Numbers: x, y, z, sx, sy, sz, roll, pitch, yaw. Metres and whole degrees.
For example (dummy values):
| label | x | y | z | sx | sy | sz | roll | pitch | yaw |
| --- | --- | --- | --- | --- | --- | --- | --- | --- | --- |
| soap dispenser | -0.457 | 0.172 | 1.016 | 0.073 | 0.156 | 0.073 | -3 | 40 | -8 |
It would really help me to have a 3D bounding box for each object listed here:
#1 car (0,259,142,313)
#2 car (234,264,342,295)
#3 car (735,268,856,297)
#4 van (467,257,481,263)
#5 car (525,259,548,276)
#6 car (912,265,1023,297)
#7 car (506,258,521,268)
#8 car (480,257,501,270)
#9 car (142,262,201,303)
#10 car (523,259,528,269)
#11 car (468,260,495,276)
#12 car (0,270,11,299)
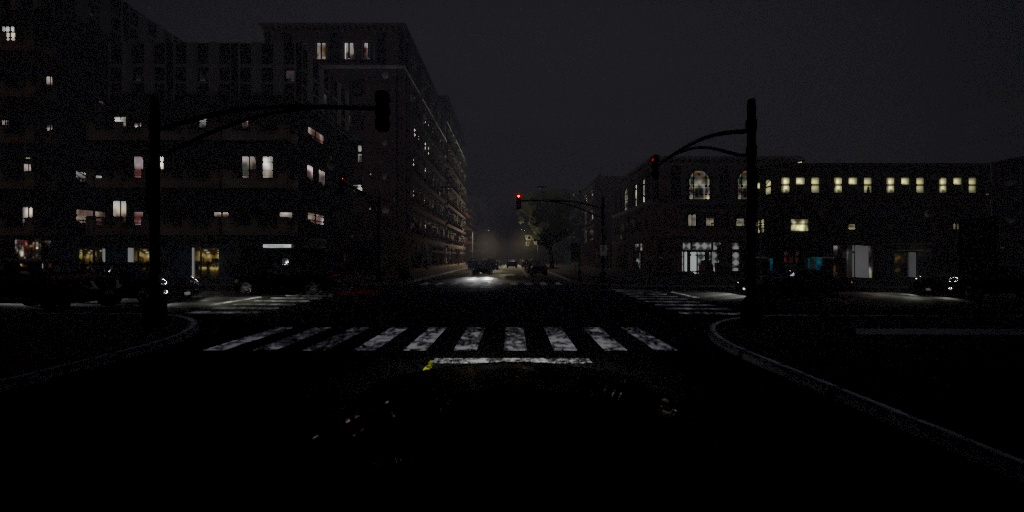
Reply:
| label | x | y | z | sx | sy | sz | roll | pitch | yaw |
| --- | --- | --- | --- | --- | --- | --- | --- | --- | --- |
| car | -17.276 | 1.013 | 13.123 | 5.009 | 1.841 | 2.192 | 0 | 0 | 0 |
| car | -11.795 | 1.197 | 19.056 | 5.008 | 1.535 | 1.882 | 0 | 1 | -8 |
| car | 15.025 | 1.372 | 19.140 | 5.357 | 1.411 | 2.033 | 0 | 0 | 0 |
| van | -5.688 | 1.149 | 53.933 | 1.690 | 1.789 | 3.998 | 0 | 0 | 0 |
| car | 2.692 | 1.330 | 36.841 | 2.007 | 1.370 | 4.403 | 0 | 0 | 0 |
| car | 24.524 | 1.219 | 19.206 | 4.553 | 1.767 | 2.097 | 0 | 0 | 0 |
| car | 0.003 | 1.319 | 63.198 | 2.128 | 1.511 | 4.902 | 0 | 0 | 0 |
| car | -3.088 | 1.158 | 52.821 | 2.097 | 1.767 | 4.553 | 0 | 0 | 0 |
| car | -16.526 | 1.053 | 15.739 | 4.553 | 1.767 | 2.097 | 0 | 0 | -1 |
| car | 2.693 | 1.228 | 42.538 | 1.967 | 1.591 | 4.097 | 0 | 0 | 0 |
| car | -3.099 | 1.381 | 37.516 | 1.895 | 1.301 | 4.718 | 0 | 0 | 0 |
| car | -25.582 | 1.274 | 15.653 | 4.718 | 1.301 | 1.895 | 0 | 0 | 0 |
